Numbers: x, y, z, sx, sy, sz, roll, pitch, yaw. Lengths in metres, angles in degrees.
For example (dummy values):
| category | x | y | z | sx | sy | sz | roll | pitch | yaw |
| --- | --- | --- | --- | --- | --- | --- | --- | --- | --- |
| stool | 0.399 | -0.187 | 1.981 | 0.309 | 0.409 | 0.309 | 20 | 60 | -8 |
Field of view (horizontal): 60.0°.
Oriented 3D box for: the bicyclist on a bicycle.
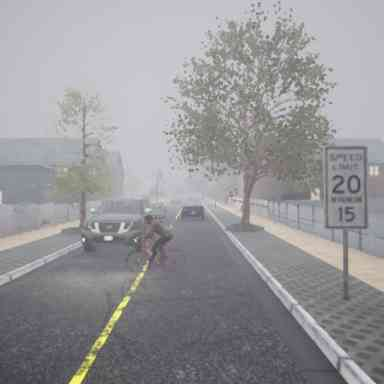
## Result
| category | x | y | z | sx | sy | sz | roll | pitch | yaw |
| --- | --- | --- | --- | --- | --- | --- | --- | --- | --- |
| bicyclist on a bicycle | -1.011 | 1.450 | 9.121 | 1.656 | 1.620 | 0.582 | -2 | 0 | -1 |

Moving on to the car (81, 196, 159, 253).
| category | x | y | z | sx | sy | sz | roll | pitch | yaw |
| --- | --- | --- | --- | --- | --- | --- | --- | --- | --- |
| car | -2.852 | 1.227 | 14.082 | 2.150 | 2.045 | 5.566 | 0 | 0 | 0 |

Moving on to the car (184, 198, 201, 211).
| category | x | y | z | sx | sy | sz | roll | pitch | yaw |
| --- | --- | --- | --- | --- | --- | --- | --- | --- | --- |
| car | 0.094 | 1.553 | 42.754 | 2.033 | 1.411 | 5.357 | 0 | 0 | 0 |

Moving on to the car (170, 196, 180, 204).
| category | x | y | z | sx | sy | sz | roll | pitch | yaw |
| --- | --- | --- | --- | --- | --- | --- | --- | --- | --- |
| car | -2.835 | 1.506 | 59.156 | 1.837 | 1.490 | 4.892 | 0 | -1 | 0 |

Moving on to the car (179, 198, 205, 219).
| category | x | y | z | sx | sy | sz | roll | pitch | yaw |
| --- | --- | --- | --- | --- | --- | --- | --- | --- | --- |
| car | 0.096 | 1.485 | 28.759 | 1.882 | 1.535 | 5.008 | 0 | 0 | 0 |

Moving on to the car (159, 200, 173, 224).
| category | x | y | z | sx | sy | sz | roll | pitch | yaw |
| --- | --- | --- | --- | --- | --- | --- | --- | --- | --- |
| car | -2.841 | 1.554 | 24.988 | 2.033 | 1.411 | 5.357 | 0 | 0 | 1 |
